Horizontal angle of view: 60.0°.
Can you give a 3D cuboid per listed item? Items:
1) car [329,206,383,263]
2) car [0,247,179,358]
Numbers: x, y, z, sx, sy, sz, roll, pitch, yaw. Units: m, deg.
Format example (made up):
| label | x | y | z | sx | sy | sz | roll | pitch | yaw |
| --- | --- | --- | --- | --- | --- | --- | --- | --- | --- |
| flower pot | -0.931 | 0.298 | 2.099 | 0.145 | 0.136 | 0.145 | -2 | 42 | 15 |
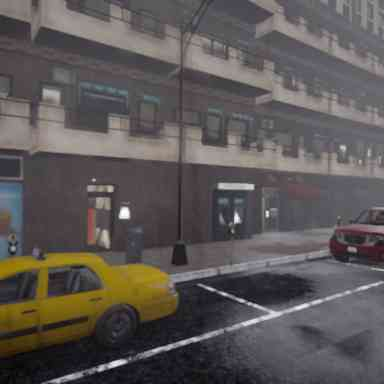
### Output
| label | x | y | z | sx | sy | sz | roll | pitch | yaw |
| --- | --- | --- | --- | --- | --- | --- | --- | --- | --- |
| car | 6.865 | 1.434 | 11.455 | 5.009 | 1.841 | 2.192 | 1 | 0 | -36 |
| car | -2.499 | 1.531 | 4.774 | 4.829 | 1.417 | 1.752 | 1 | 0 | -36 |
